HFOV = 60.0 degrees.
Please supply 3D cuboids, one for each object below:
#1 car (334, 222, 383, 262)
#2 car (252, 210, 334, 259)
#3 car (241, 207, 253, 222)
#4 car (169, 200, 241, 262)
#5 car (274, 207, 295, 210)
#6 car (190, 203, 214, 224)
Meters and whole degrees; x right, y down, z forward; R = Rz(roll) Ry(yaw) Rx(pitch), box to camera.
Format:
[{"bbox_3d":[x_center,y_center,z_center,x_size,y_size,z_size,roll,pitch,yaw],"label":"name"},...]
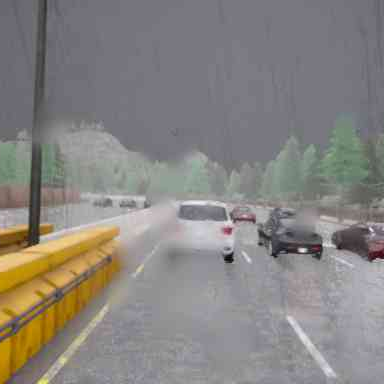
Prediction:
[{"bbox_3d":[7.422,1.938,13.730,1.994,1.385,4.181,2,-1,2],"label":"car"},{"bbox_3d":[3.931,1.761,13.918,1.837,1.490,4.892,2,0,2],"label":"car"},{"bbox_3d":[4.420,1.964,29.338,1.994,1.385,4.181,2,0,2],"label":"car"},{"bbox_3d":[0.403,1.345,12.867,2.150,2.045,5.566,2,0,2],"label":"car"},{"bbox_3d":[7.902,2.024,28.775,1.837,1.490,4.892,2,0,2],"label":"car"},{"bbox_3d":[0.911,1.782,29.041,1.837,1.490,4.892,2,0,2],"label":"car"}]
